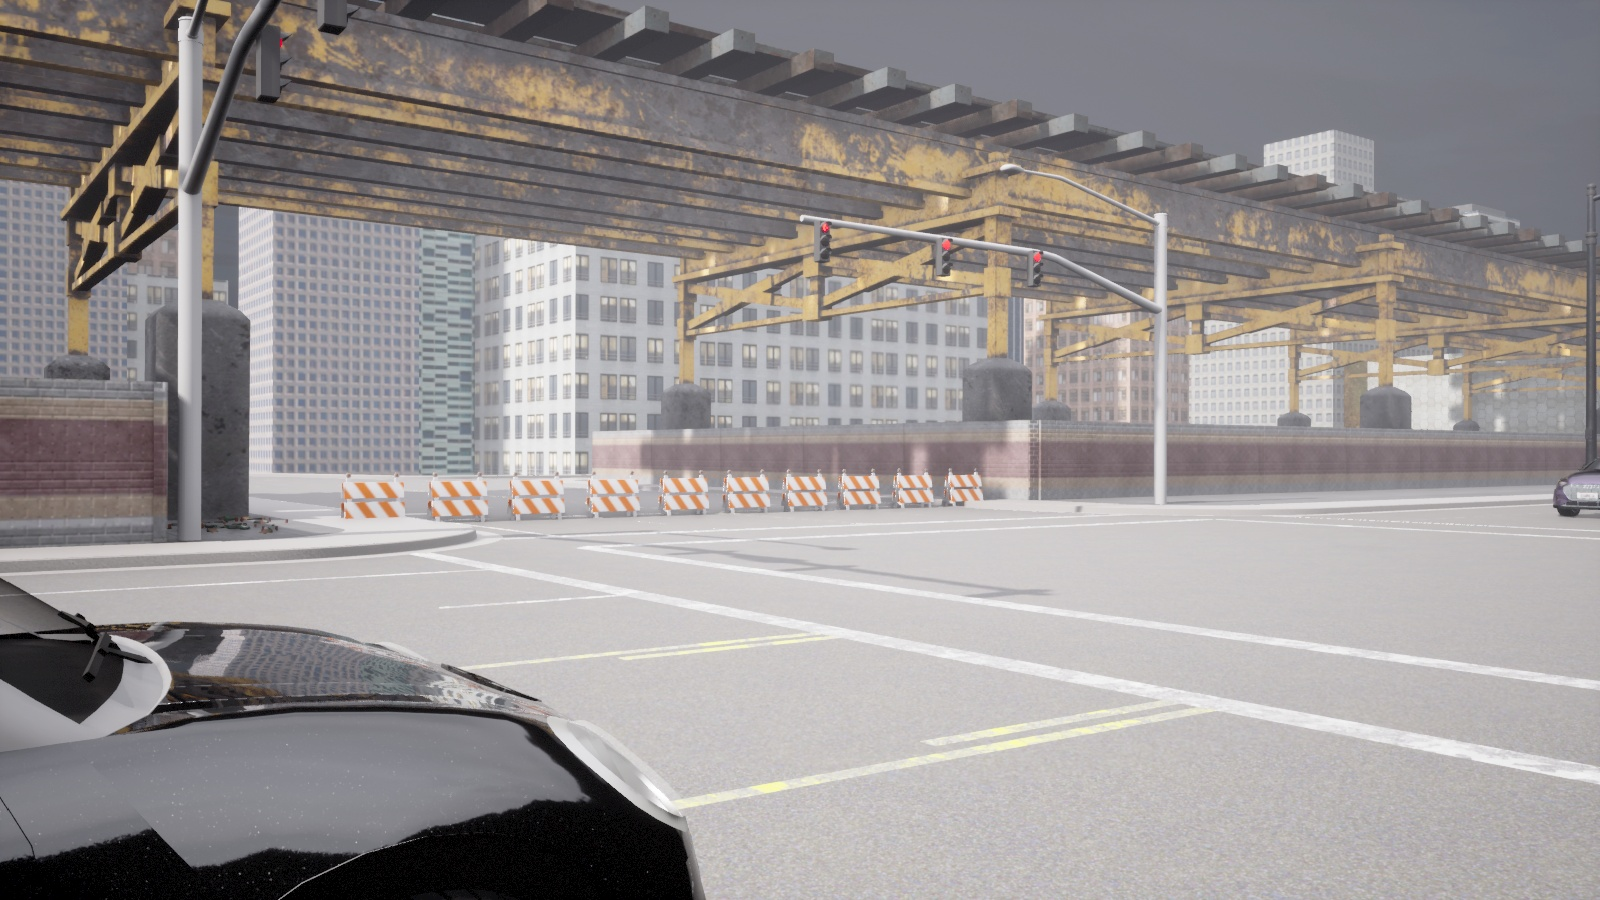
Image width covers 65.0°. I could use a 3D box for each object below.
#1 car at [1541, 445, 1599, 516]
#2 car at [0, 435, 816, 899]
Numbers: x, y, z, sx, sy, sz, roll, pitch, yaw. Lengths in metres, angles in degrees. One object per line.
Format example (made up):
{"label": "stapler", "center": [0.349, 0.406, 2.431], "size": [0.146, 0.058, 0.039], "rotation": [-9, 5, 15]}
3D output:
{"label": "car", "center": [20.333, 0.707, 30.642], "size": [4.856, 1.649, 2.033], "rotation": [0, 0, -35]}
{"label": "car", "center": [-2.093, 0.720, 2.202], "size": [3.806, 1.475, 1.970], "rotation": [0, 0, -35]}
